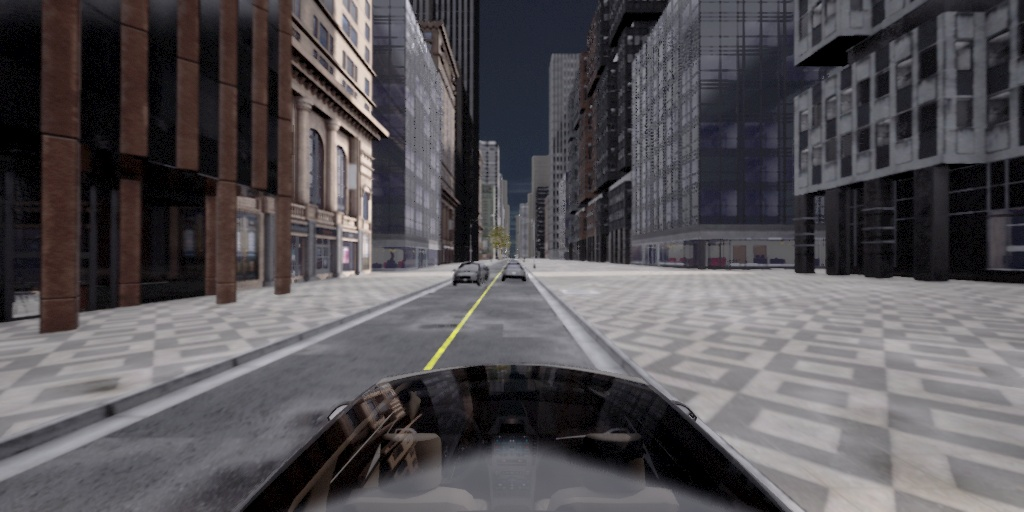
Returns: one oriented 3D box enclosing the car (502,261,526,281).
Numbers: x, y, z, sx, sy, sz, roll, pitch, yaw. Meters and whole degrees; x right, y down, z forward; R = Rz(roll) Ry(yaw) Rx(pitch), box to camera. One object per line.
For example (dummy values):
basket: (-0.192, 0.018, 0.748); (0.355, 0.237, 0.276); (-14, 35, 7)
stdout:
car: (0.149, 1.314, 30.339); (1.994, 1.385, 4.181); (0, 0, 0)

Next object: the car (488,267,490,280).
car: (-2.927, 1.307, 30.638); (1.994, 1.385, 4.181); (0, 0, 0)

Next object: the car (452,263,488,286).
car: (-2.945, 1.257, 25.008); (1.837, 1.490, 4.892); (0, 0, 0)
